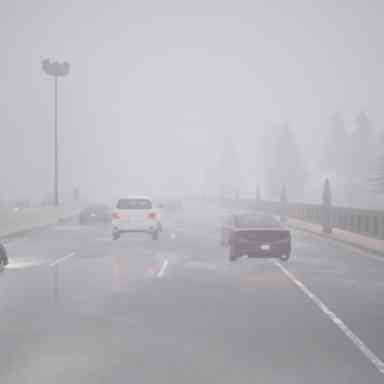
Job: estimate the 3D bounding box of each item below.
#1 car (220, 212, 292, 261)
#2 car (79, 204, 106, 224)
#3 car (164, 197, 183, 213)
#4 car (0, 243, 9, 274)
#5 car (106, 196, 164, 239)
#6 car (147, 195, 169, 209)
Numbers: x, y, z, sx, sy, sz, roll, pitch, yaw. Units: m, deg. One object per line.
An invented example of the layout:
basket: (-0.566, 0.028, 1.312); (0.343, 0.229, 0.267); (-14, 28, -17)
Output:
car: (2.149, 1.478, 12.296); (1.882, 1.535, 5.008); (0, 0, 0)
car: (-7.027, 1.563, 24.725); (1.994, 1.385, 4.181); (0, 0, -7)
car: (-2.263, 1.503, 37.527); (1.837, 1.490, 4.892); (0, 0, -14)
car: (-6.220, 1.564, 7.703); (1.994, 1.385, 4.181); (0, 0, 3)
car: (-2.774, 1.222, 17.527); (2.150, 2.045, 5.566); (0, 0, -3)
car: (-4.896, 1.350, 47.049); (2.097, 1.767, 4.553); (0, 0, -20)
